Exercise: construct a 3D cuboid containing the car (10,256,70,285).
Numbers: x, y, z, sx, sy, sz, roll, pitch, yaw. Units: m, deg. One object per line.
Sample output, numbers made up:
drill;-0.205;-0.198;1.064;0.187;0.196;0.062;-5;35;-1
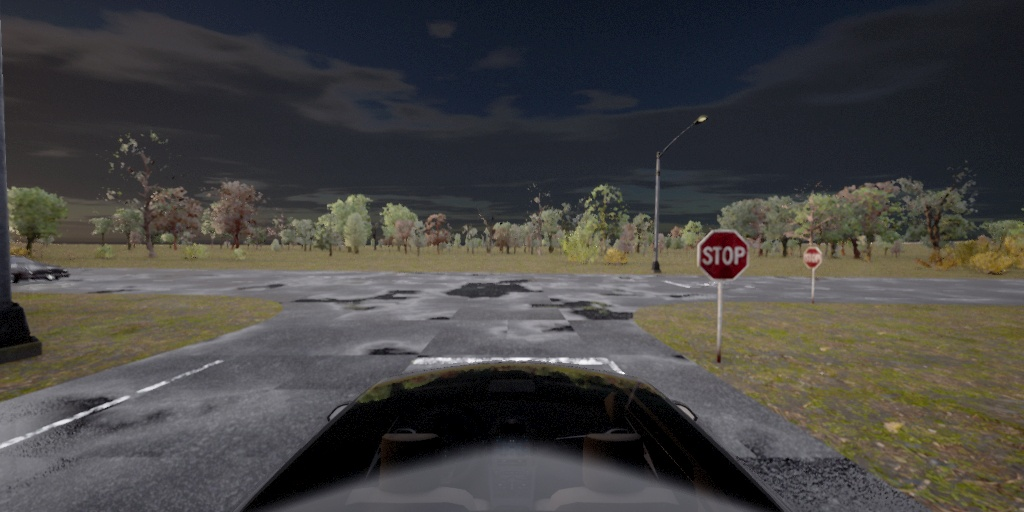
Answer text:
car;-26.599;0.685;18.636;5.357;1.411;2.033;1;2;0
